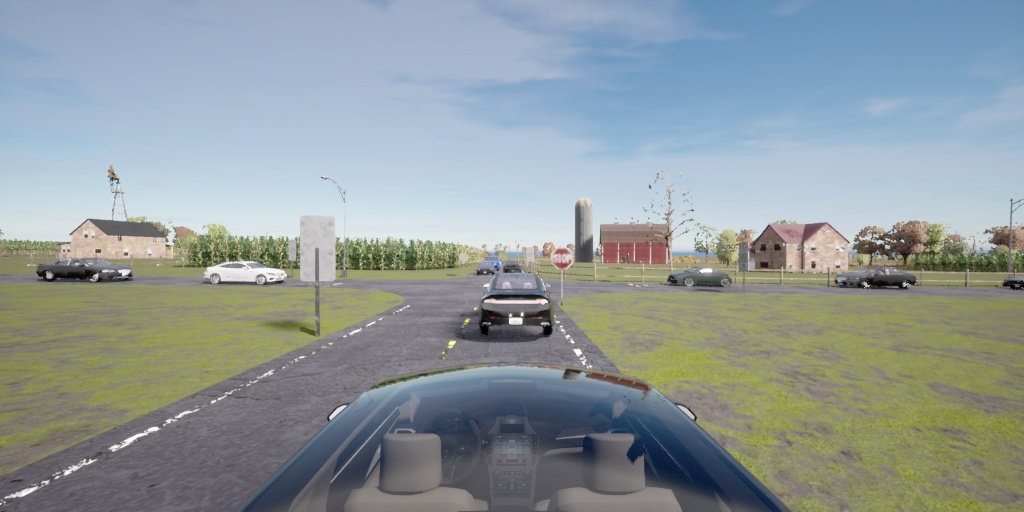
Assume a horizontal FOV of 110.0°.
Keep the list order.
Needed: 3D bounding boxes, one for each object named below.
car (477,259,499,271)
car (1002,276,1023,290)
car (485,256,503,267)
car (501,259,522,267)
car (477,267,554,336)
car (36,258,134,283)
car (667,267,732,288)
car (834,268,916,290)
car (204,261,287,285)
[{"bbox_3d":[-2.818,1.316,39.631,2.033,1.411,5.357,0,0,-1],"label":"car"},{"bbox_3d":[39.634,1.850,26.246,5.357,1.411,2.033,1,1,0],"label":"car"},{"bbox_3d":[-2.834,1.002,50.233,2.150,2.045,5.566,0,0,0],"label":"car"},{"bbox_3d":[0.035,1.272,39.041,1.837,1.490,4.892,-1,0,0],"label":"car"},{"bbox_3d":[0.148,1.242,10.446,2.128,1.511,4.902,0,0,2],"label":"car"},{"bbox_3d":[-27.378,0.880,23.097,4.902,1.511,2.128,1,1,0],"label":"car"},{"bbox_3d":[13.634,1.515,26.191,4.181,1.385,1.994,1,1,-1],"label":"car"},{"bbox_3d":[26.468,1.620,26.224,4.902,1.511,2.128,1,1,0],"label":"car"},{"bbox_3d":[-17.134,1.067,23.128,4.674,1.442,1.812,1,1,0],"label":"car"}]
